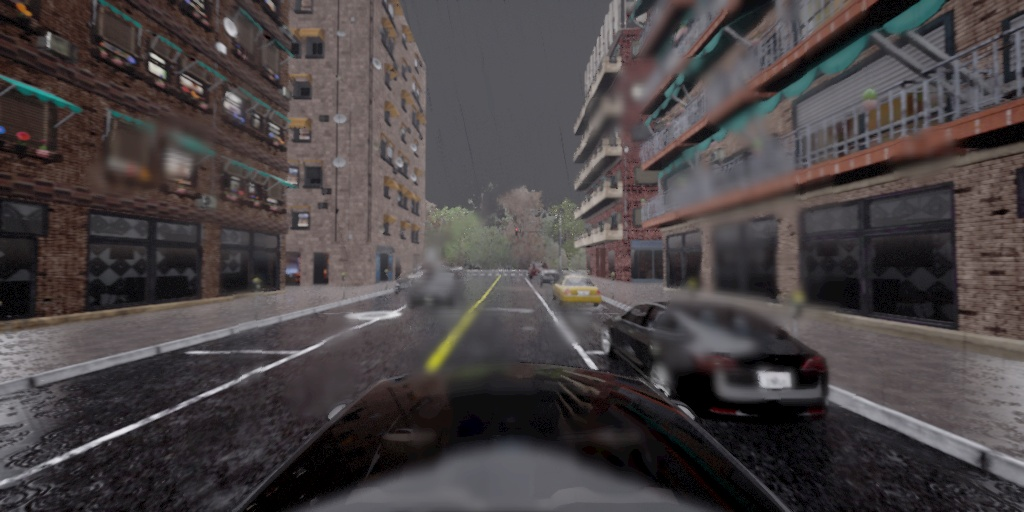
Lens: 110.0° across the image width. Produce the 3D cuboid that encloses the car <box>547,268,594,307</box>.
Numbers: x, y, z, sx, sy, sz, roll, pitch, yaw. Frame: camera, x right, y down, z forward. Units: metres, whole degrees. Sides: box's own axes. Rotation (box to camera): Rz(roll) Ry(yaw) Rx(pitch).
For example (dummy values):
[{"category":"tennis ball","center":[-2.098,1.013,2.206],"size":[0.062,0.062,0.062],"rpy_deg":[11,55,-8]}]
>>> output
[{"category":"car","center":[2.828,1.451,16.503],"size":[1.751,1.417,4.829],"rpy_deg":[0,0,0]}]

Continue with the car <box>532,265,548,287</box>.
[{"category":"car","center":[2.828,1.611,27.469],"size":[2.007,1.370,4.403],"rpy_deg":[0,0,0]}]

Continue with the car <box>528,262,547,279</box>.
[{"category":"car","center":[2.827,1.510,38.603],"size":[2.192,1.841,5.009],"rpy_deg":[0,0,0]}]

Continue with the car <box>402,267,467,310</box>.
[{"category":"car","center":[-3.101,1.425,15.802],"size":[1.837,1.490,4.892],"rpy_deg":[0,-1,0]}]

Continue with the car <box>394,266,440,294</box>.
[{"category":"car","center":[-5.820,1.545,21.933],"size":[2.007,1.370,4.403],"rpy_deg":[0,0,0]}]

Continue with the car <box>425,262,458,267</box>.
[{"category":"car","center":[-5.820,1.376,27.501],"size":[2.192,1.841,5.009],"rpy_deg":[0,0,0]}]

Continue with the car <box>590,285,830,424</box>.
[{"category":"car","center":[2.763,1.365,5.839],"size":[1.948,1.339,4.313],"rpy_deg":[0,0,0]}]
